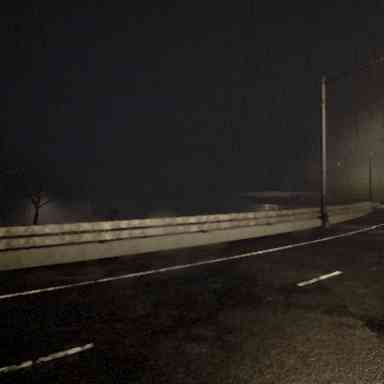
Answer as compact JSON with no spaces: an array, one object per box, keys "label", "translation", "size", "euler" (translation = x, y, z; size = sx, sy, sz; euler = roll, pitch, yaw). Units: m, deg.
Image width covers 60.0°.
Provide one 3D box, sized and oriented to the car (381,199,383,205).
[{"label":"car","translation":[35.654,1.712,59.990],"size":[1.812,1.442,4.674],"euler":[0,0,15]}]
